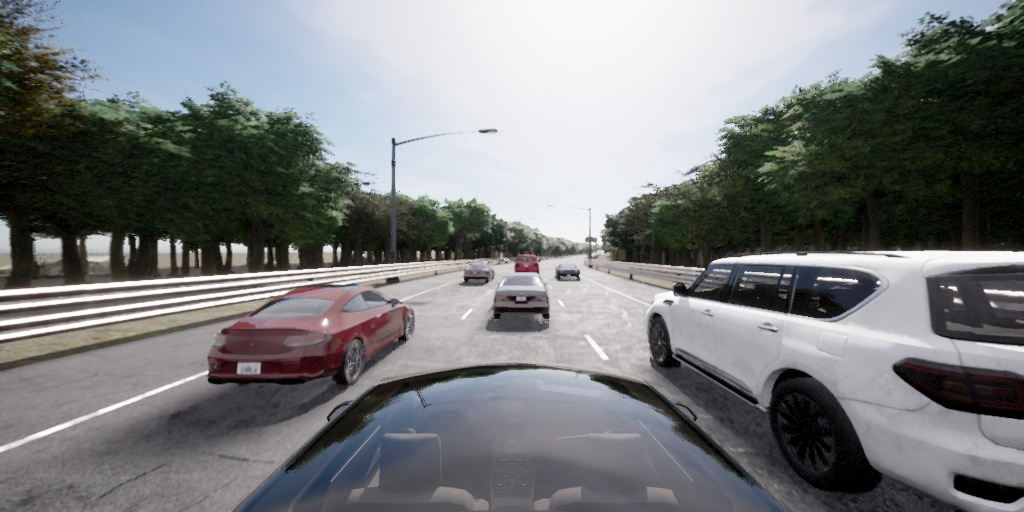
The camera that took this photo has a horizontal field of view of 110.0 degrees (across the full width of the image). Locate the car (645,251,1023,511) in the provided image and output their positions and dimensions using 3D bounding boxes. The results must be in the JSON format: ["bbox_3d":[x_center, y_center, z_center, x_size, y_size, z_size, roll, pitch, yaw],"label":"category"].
[{"bbox_3d":[3.652,0.975,4.673,2.150,2.045,5.566,0,0,1],"label":"car"}]

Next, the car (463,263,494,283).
[{"bbox_3d":[-2.449,1.245,27.545,2.033,1.411,5.357,0,0,4],"label":"car"}]

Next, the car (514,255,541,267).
[{"bbox_3d":[1.390,0.915,32.395,2.150,2.045,5.566,0,0,4],"label":"car"}]

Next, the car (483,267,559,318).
[{"bbox_3d":[0.350,1.283,12.923,2.033,1.411,5.357,0,0,2],"label":"car"}]

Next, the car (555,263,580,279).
[{"bbox_3d":[4.857,1.303,31.825,1.895,1.301,4.718,0,0,4],"label":"car"}]

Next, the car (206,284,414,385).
[{"bbox_3d":[-3.315,1.263,6.869,1.812,1.442,4.674,0,0,1],"label":"car"}]
